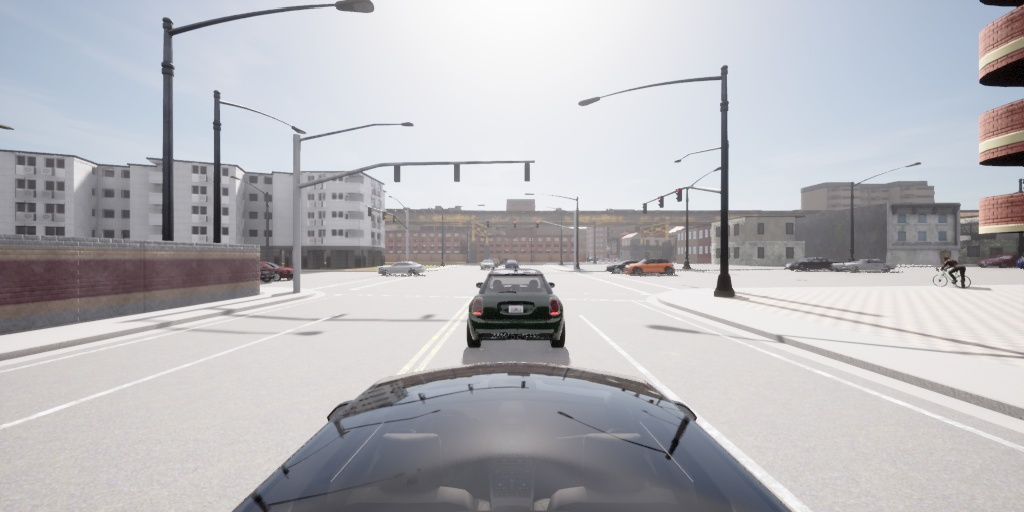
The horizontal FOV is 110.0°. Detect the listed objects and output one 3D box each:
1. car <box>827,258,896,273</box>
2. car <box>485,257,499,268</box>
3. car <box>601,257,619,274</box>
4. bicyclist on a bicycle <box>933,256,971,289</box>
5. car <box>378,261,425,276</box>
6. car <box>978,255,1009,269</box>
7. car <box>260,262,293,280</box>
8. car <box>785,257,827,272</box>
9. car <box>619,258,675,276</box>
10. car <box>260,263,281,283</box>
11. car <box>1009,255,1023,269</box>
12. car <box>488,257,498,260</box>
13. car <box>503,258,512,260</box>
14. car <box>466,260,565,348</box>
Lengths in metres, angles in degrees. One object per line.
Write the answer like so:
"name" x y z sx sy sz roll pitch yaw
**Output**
"car" 33.994 0.957 34.771 4.718 1.301 1.895 -1 0 1
"car" -3.492 1.102 62.585 2.097 1.767 4.553 0 0 0
"car" 12.624 1.179 38.742 4.892 1.490 1.837 -1 0 1
"bicyclist on a bicycle" 22.671 0.844 18.521 0.582 1.620 1.656 -1 0 1
"car" -11.159 1.267 36.341 4.674 1.442 1.812 0 0 2
"car" 52.278 0.576 37.788 4.674 1.442 1.812 -1 0 1
"car" -20.271 1.228 29.325 5.008 1.535 1.882 0 0 1
"car" 32.007 0.885 38.313 4.902 1.511 2.128 -1 0 1
"car" 13.390 1.018 35.209 4.553 1.767 2.097 -1 0 1
"car" -19.820 1.351 25.855 4.718 1.301 1.895 0 0 1
"car" 52.177 0.347 34.289 5.566 2.045 2.150 -1 0 1
"car" -3.527 1.276 52.867 1.812 1.442 4.674 0 0 0
"car" 0.022 1.275 51.456 1.812 1.442 4.674 0 0 1
"car" 0.091 1.102 9.431 2.097 1.767 4.553 0 0 0
